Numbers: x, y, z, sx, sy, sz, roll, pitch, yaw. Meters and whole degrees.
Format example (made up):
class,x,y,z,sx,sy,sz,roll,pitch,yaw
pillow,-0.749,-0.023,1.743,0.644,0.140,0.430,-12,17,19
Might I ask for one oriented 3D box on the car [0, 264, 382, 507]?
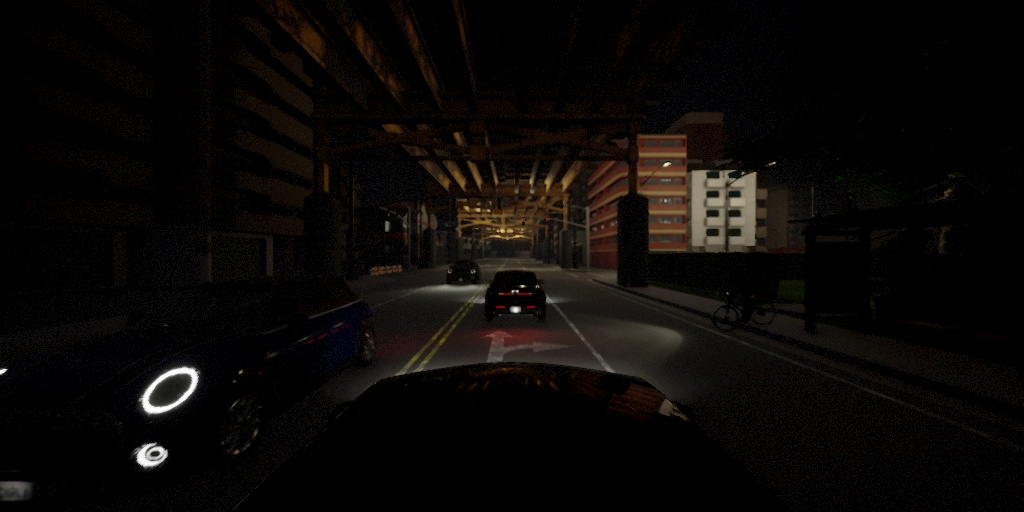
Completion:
class,x,y,z,sx,sy,sz,roll,pitch,yaw
car,-3.596,1.093,4.827,2.097,1.767,4.553,0,0,0

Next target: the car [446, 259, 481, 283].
class,x,y,z,sx,sy,sz,roll,pitch,yaw
car,-3.482,1.040,26.551,2.097,1.767,4.553,0,0,0

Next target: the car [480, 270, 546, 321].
class,x,y,z,sx,sy,sz,roll,pitch,yaw
car,0.103,1.227,12.300,1.837,1.490,4.892,0,0,0

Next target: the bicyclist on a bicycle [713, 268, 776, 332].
class,x,y,z,sx,sy,sz,roll,pitch,yaw
bicyclist on a bicycle,5.955,1.094,9.313,1.656,1.620,0.582,-9,0,0
